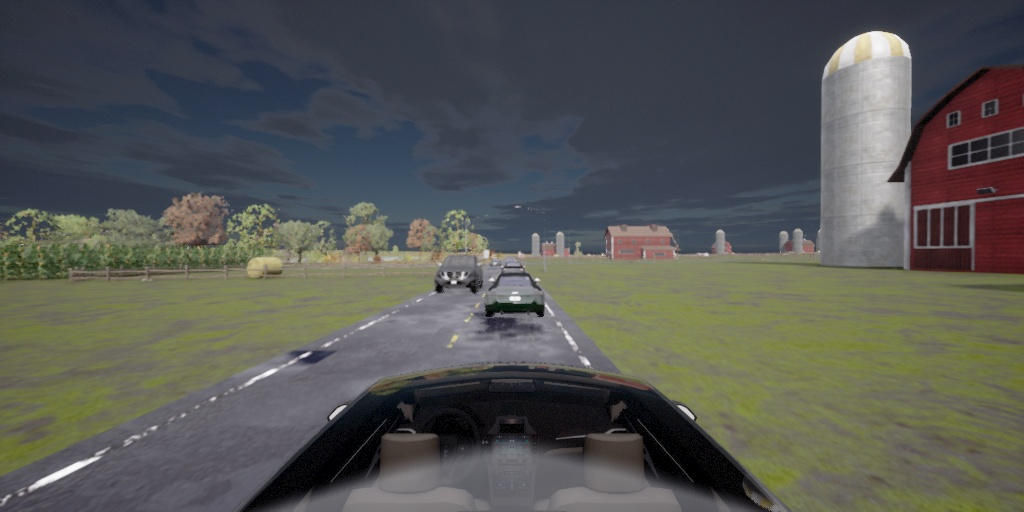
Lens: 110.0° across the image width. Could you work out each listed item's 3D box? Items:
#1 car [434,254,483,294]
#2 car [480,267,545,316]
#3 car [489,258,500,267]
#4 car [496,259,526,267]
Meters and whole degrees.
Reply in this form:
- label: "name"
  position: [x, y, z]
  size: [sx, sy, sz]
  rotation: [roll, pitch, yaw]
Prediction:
- label: "car"
  position: [-2.848, 0.927, 20.347]
  size: [2.150, 2.045, 5.566]
  rotation: [0, 0, 0]
- label: "car"
  position: [0.096, 1.287, 13.147]
  size: [1.994, 1.385, 4.181]
  rotation: [0, 0, 0]
- label: "car"
  position: [-2.805, 1.095, 61.567]
  size: [2.128, 1.511, 4.902]
  rotation: [0, 0, 1]
- label: "car"
  position: [0.095, 1.175, 29.041]
  size: [2.128, 1.511, 4.902]
  rotation: [0, 0, 0]
